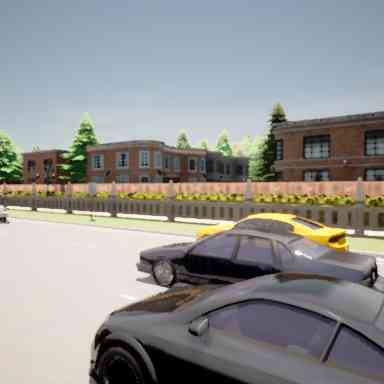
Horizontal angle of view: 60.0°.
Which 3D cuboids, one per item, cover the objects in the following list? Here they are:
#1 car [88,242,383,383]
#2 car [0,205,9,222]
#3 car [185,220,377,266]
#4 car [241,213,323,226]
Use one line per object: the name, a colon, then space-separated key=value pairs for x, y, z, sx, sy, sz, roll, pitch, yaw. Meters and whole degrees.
car: x=0.883 y=1.555 z=3.362 sx=4.181 sy=1.385 sz=1.994 roll=1 pitch=0 yaw=35
car: x=-14.371 y=1.322 z=22.824 sx=4.674 sy=1.442 sz=1.812 roll=1 pitch=0 yaw=35
car: x=1.205 y=1.521 z=7.432 sx=5.357 sy=1.411 sz=2.033 roll=1 pitch=0 yaw=35
car: x=2.374 y=1.442 z=10.897 sx=5.008 sy=1.535 sz=1.882 roll=1 pitch=0 yaw=35
